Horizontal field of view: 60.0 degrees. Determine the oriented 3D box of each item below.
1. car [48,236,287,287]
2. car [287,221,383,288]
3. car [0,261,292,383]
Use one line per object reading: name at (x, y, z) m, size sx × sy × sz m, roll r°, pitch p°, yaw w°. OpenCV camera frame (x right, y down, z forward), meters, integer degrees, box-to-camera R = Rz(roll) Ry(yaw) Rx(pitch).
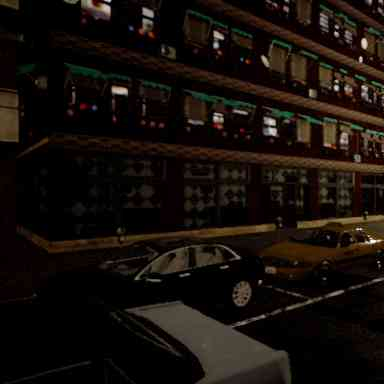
car at (-0.540, 1.552, 6.174) m, size 4.403 × 1.369 × 2.008 m, roll 0°, pitch 0°, yaw -36°
car at (3.830, 1.527, 9.293) m, size 4.829 × 1.417 × 1.752 m, roll 0°, pitch 0°, yaw -36°
car at (-1.530, 1.601, 2.285) m, size 4.718 × 1.301 × 1.895 m, roll 0°, pitch 0°, yaw -35°
